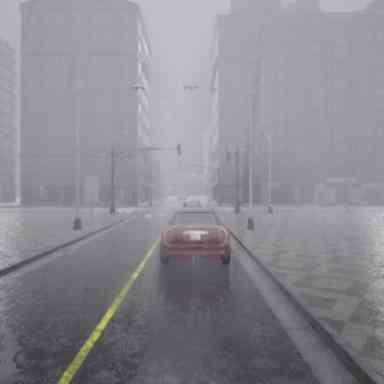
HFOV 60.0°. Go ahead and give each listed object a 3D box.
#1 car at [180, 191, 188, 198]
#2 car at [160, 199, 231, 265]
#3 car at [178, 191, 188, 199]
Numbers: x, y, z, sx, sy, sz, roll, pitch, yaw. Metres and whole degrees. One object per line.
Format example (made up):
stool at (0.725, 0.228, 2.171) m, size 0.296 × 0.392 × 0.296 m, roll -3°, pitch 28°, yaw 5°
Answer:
car at (-2.142, 0.704, 92.096) m, size 2.150 × 2.045 × 5.566 m, roll 0°, pitch 0°, yaw 0°
car at (0.102, 1.291, 11.618) m, size 2.097 × 1.767 × 4.553 m, roll 0°, pitch 0°, yaw 0°
car at (-2.204, 1.229, 75.686) m, size 2.128 × 1.511 × 4.902 m, roll 0°, pitch 0°, yaw 0°
